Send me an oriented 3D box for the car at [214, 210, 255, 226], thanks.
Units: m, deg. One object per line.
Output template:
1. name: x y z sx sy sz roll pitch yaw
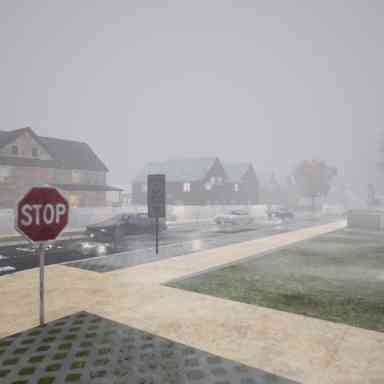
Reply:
1. car: 3.872 2.301 30.038 1.895 1.301 4.718 -1 -2 35

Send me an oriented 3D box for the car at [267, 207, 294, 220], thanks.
1. car: 10.584 2.492 39.489 2.128 1.511 4.902 -1 -2 36

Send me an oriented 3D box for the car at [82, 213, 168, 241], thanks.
1. car: -3.641 1.926 19.411 2.033 1.411 5.357 -1 -2 35
